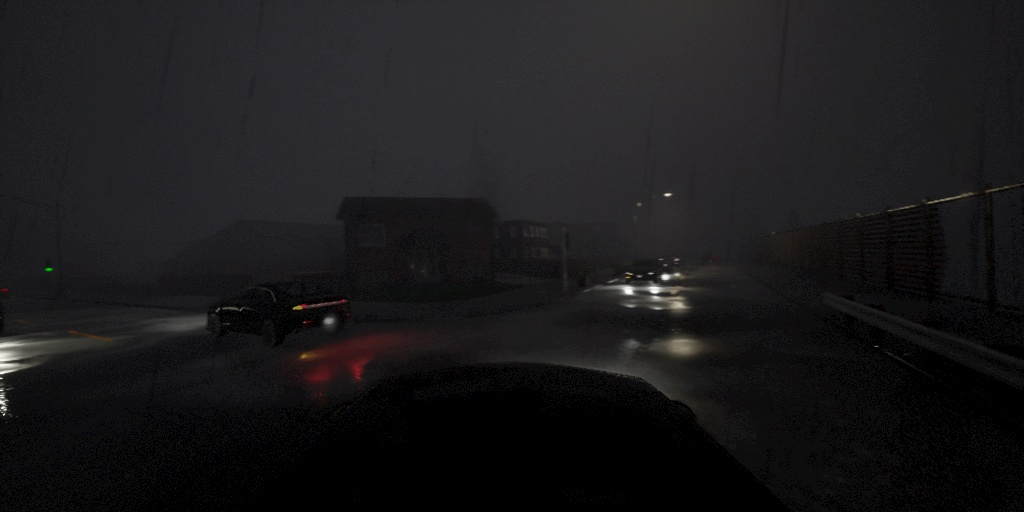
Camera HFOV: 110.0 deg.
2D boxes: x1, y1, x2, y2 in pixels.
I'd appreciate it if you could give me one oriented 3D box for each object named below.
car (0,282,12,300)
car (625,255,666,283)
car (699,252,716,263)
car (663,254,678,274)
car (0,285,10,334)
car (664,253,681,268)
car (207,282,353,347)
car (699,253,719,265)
[{"bbox_3d":[-43.293,2.956,29.476,4.181,1.385,1.994,-2,0,28],"label":"car"},{"bbox_3d":[8.690,0.924,23.467,1.837,1.490,4.892,-2,0,28],"label":"car"},{"bbox_3d":[28.979,0.195,53.170,2.033,1.411,5.357,-2,0,28],"label":"car"},{"bbox_3d":[13.310,0.791,32.183,2.033,1.411,5.357,-2,0,28],"label":"car"},{"bbox_3d":[-19.600,1.714,12.210,5.566,2.045,2.150,-2,0,28],"label":"car"},{"bbox_3d":[18.073,0.414,41.072,2.097,1.767,4.553,-2,0,28],"label":"car"},{"bbox_3d":[-6.659,1.493,10.135,4.902,1.511,2.128,-2,0,30],"label":"car"},{"bbox_3d":[24.242,0.332,43.977,1.837,1.490,4.892,-2,0,28],"label":"car"}]
